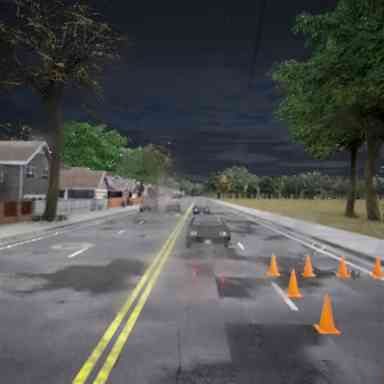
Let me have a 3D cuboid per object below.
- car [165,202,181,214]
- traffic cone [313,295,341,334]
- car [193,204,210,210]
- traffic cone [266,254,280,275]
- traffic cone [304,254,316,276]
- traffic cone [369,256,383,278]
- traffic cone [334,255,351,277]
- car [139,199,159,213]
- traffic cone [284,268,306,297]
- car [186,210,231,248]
[{"bbox_3d":[-2.302,1.931,41.803,2.033,1.411,5.357,1,-1,1],"label":"car"},{"bbox_3d":[2.299,2.051,5.669,0.340,0.580,0.340,1,-1,1],"label":"traffic cone"},{"bbox_3d":[1.073,1.999,37.869,1.895,1.301,4.718,1,-1,1],"label":"car"},{"bbox_3d":[2.366,2.092,9.668,0.340,0.580,0.340,1,-1,1],"label":"traffic cone"},{"bbox_3d":[3.366,2.108,9.651,0.340,0.580,0.340,1,-1,1],"label":"traffic cone"},{"bbox_3d":[5.365,2.141,9.617,0.340,0.580,0.340,1,-1,1],"label":"traffic cone"},{"bbox_3d":[4.365,2.125,9.635,0.340,0.580,0.340,1,-1,1],"label":"traffic cone"},{"bbox_3d":[-5.515,1.697,43.250,2.097,1.767,4.553,1,-1,1],"label":"car"},{"bbox_3d":[2.333,2.072,7.668,0.340,0.580,0.340,1,-1,1],"label":"traffic cone"},{"bbox_3d":[0.706,1.772,15.877,1.895,1.301,4.718,1,-1,1],"label":"car"}]
